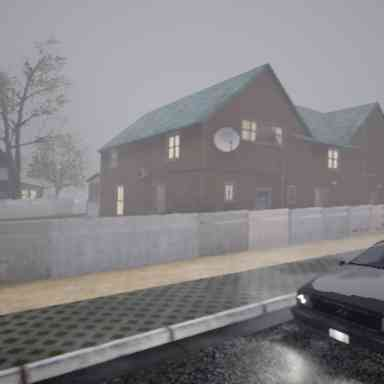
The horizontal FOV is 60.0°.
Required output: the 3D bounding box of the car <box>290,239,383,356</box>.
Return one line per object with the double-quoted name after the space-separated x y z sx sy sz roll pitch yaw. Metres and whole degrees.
4.173 1.541 5.964 5.357 1.411 2.033 0 0 -34 "car"
